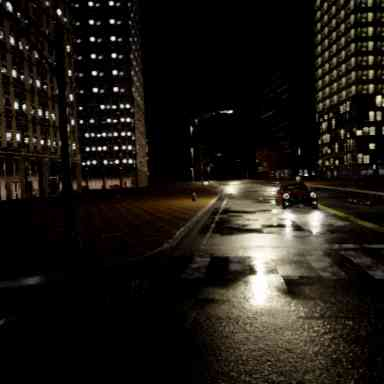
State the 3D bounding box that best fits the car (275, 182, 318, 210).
[{"bbox_3d":[6.729,0.131,21.857,2.097,1.767,4.553,-2,2,8],"label":"car"}]
